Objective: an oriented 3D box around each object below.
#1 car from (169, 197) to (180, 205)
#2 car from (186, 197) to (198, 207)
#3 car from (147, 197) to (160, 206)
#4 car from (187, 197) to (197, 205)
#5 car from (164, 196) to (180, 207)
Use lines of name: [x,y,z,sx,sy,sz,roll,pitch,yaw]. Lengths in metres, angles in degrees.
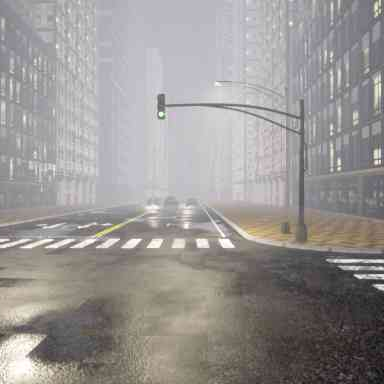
car: [-3.252,1.708,62.672,1.895,1.301,4.718,0,0,0]
car: [-0.001,1.676,53.087,1.895,1.301,4.718,0,0,0]
car: [-6.502,1.578,56.809,2.128,1.511,4.902,0,0,0]
car: [-0.001,1.672,63.059,1.994,1.385,4.181,0,0,0]
car: [-3.252,1.425,52.611,2.097,1.767,4.553,0,0,0]
